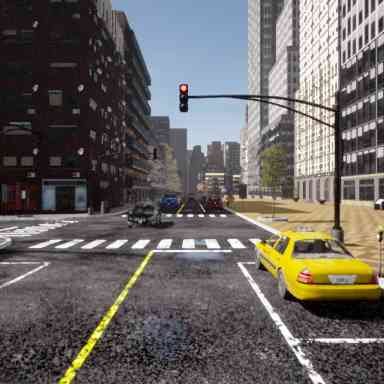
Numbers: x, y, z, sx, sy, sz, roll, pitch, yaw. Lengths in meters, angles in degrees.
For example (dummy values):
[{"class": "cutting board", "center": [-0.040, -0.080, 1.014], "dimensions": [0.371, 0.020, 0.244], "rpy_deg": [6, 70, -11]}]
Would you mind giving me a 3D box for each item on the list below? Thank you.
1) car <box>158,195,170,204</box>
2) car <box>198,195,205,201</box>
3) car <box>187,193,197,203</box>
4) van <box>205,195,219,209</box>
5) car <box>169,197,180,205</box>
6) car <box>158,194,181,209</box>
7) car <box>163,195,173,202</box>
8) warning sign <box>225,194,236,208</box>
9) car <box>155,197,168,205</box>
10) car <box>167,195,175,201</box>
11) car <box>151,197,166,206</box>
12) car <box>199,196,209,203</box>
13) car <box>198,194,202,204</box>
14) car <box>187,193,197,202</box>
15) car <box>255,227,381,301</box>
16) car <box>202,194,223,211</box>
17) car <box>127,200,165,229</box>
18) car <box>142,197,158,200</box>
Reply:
[{"class": "car", "center": [-5.723, 1.498, 68.122], "dimensions": [1.967, 1.590, 4.097], "rpy_deg": [0, 0, 0]}, {"class": "car", "center": [2.649, 1.627, 90.402], "dimensions": [1.752, 1.417, 4.829], "rpy_deg": [0, 0, 0]}, {"class": "car", "center": [-0.029, 1.565, 69.268], "dimensions": [1.837, 1.490, 4.892], "rpy_deg": [0, 0, 0]}, {"class": "van", "center": [2.666, 1.365, 46.019], "dimensions": [1.690, 1.788, 3.998], "rpy_deg": [0, 0, 0]}, {"class": "car", "center": [-3.098, 1.569, 59.741], "dimensions": [1.812, 1.442, 4.674], "rpy_deg": [0, 0, 0]}, {"class": "car", "center": [-3.128, 1.250, 47.337], "dimensions": [2.150, 2.045, 5.566], "rpy_deg": [0, -1, 0]}, {"class": "car", "center": [-5.727, 1.518, 79.176], "dimensions": [1.967, 1.590, 4.097], "rpy_deg": [0, 0, 0]}, {"class": "warning sign", "center": [5.054, 1.136, 43.750], "dimensions": [1.300, 1.860, 1.060], "rpy_deg": [0, 0, 0]}, {"class": "car", "center": [-5.720, 1.593, 62.595], "dimensions": [1.887, 1.381, 4.507], "rpy_deg": [0, 0, 0]}, {"class": "car", "center": [-5.731, 1.626, 90.059], "dimensions": [1.752, 1.417, 4.829], "rpy_deg": [0, 0, 0]}, {"class": "car", "center": [-5.717, 1.589, 57.069], "dimensions": [2.008, 1.369, 4.403], "rpy_deg": [0, 0, 0]}, {"class": "car", "center": [2.656, 1.612, 73.652], "dimensions": [1.887, 1.381, 4.507], "rpy_deg": [0, 0, 0]}, {"class": "car", "center": [2.659, 1.363, 62.598], "dimensions": [2.192, 1.841, 5.009], "rpy_deg": [0, 0, 0]}, {"class": "car", "center": [-0.032, 1.218, 79.716], "dimensions": [2.150, 2.045, 5.566], "rpy_deg": [0, 0, 0]}, {"class": "car", "center": [2.683, 1.526, 8.250], "dimensions": [1.752, 1.417, 4.829], "rpy_deg": [0, 0, 0]}, {"class": "car", "center": [2.669, 1.333, 40.493], "dimensions": [2.192, 1.841, 5.009], "rpy_deg": [0, 0, 0]}, {"class": "car", "center": [-3.117, 1.551, 22.477], "dimensions": [1.837, 1.490, 4.892], "rpy_deg": [0, 0, 0]}, {"class": "car", "center": [-5.710, 1.568, 40.489], "dimensions": [2.008, 1.369, 4.403], "rpy_deg": [0, 0, 0]}]
